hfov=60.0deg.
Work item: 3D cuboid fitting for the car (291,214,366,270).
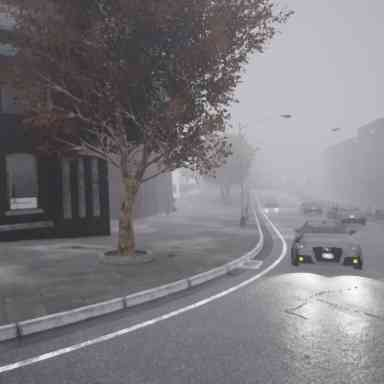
[{"bbox_3d":[4.505,1.646,11.331,1.994,1.385,4.181,-1,-1,19],"label":"car"}]

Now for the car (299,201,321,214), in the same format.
[{"bbox_3d":[13.879,1.769,39.188,1.994,1.385,4.181,-2,0,10],"label":"car"}]

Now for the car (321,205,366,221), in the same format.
[{"bbox_3d":[11.377,1.683,24.844,1.994,1.385,4.181,-2,-1,10],"label":"car"}]

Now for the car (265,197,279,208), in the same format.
[{"bbox_3d":[12.229,1.637,51.446,1.837,1.490,4.892,-2,1,10],"label":"car"}]
